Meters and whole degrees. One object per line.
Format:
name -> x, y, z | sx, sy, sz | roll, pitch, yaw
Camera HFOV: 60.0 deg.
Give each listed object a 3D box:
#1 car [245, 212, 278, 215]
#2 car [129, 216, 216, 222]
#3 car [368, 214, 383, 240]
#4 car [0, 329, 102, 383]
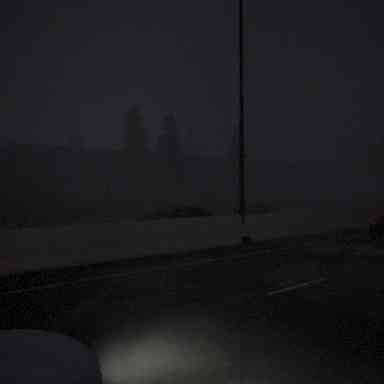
car -> 5.686, 1.420, 29.539 | 4.181, 1.385, 1.994 | 0, 0, -35
car -> -0.954, 1.449, 16.208 | 4.892, 1.490, 1.837 | 0, 0, -35
car -> 9.827, 1.453, 15.052 | 4.181, 1.385, 1.994 | 0, 0, -35
car -> -2.807, 1.535, 1.745 | 4.674, 1.442, 1.812 | -1, 0, -35
